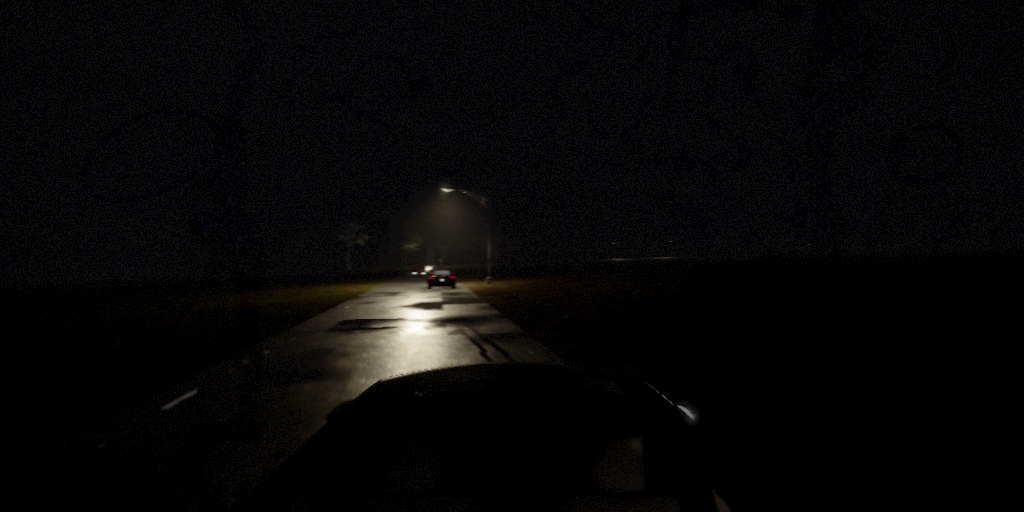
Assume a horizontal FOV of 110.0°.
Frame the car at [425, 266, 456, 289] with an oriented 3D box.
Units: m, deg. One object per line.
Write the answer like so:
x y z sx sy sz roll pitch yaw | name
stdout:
-5.202 1.636 26.512 1.994 1.385 4.181 0 -1 -12 | car
